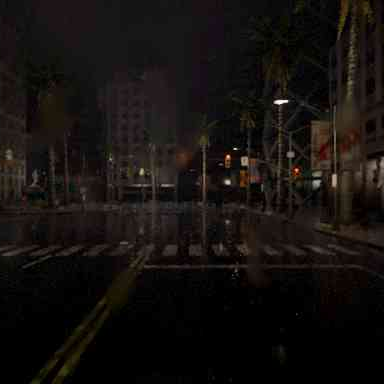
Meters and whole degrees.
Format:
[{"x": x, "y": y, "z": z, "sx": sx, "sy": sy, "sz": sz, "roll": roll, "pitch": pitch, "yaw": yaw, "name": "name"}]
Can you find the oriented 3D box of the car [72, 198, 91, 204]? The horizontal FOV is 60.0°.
[{"x": -27.093, "y": 2.141, "z": 81.540, "sx": 4.553, "sy": 1.767, "sz": 2.097, "roll": 0, "pitch": -1, "yaw": 25, "name": "car"}]
